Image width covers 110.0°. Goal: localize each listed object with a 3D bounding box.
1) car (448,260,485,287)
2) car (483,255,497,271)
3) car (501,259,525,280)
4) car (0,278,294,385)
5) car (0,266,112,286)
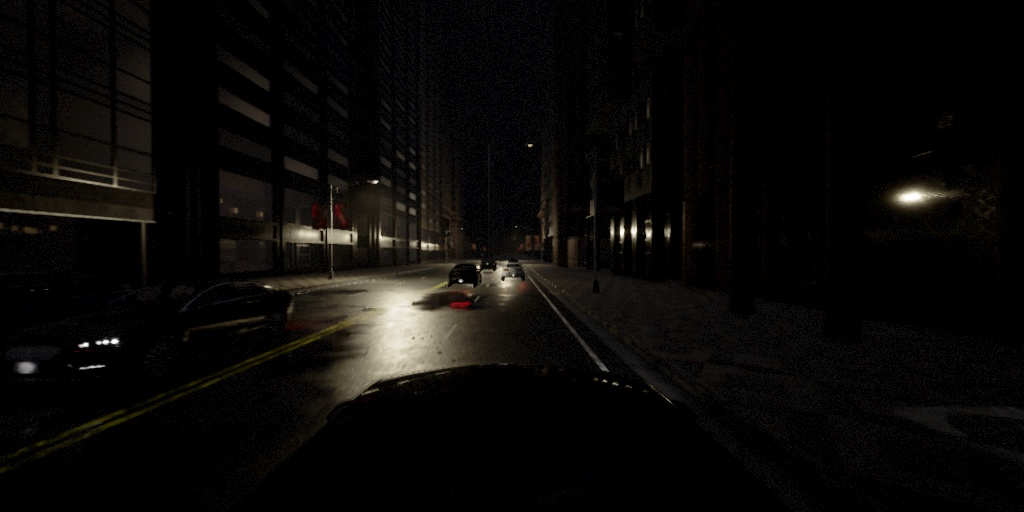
[{"bbox_3d":[-3.147,1.252,24.465,1.837,1.490,4.892,0,0,0],"label":"car"},{"bbox_3d":[-3.142,1.078,48.238,2.097,1.767,4.553,0,0,0],"label":"car"},{"bbox_3d":[0.106,1.268,30.867,1.812,1.442,4.674,0,0,0],"label":"car"},{"bbox_3d":[-6.590,1.237,7.310,2.128,1.511,4.902,0,0,0],"label":"car"},{"bbox_3d":[-9.839,1.101,6.617,2.097,1.767,4.553,0,0,0],"label":"car"}]
